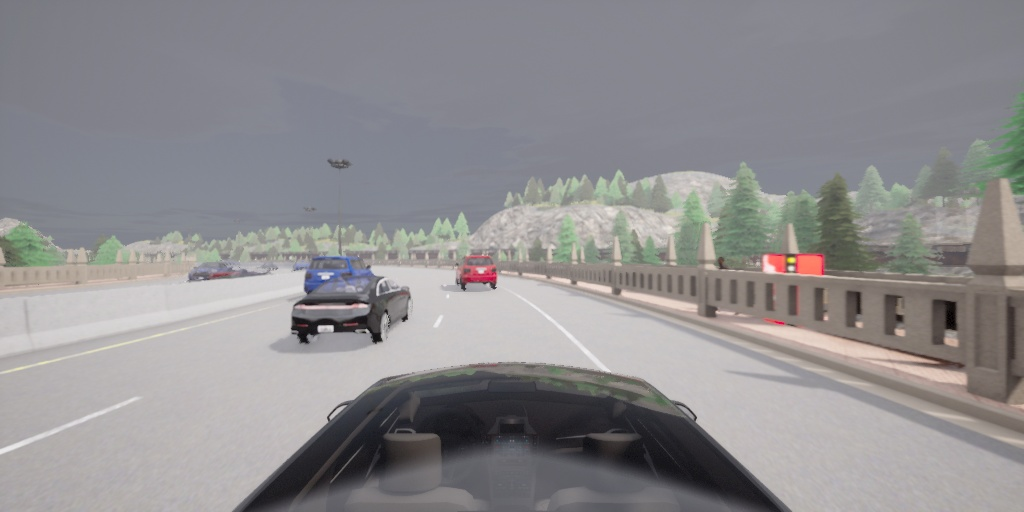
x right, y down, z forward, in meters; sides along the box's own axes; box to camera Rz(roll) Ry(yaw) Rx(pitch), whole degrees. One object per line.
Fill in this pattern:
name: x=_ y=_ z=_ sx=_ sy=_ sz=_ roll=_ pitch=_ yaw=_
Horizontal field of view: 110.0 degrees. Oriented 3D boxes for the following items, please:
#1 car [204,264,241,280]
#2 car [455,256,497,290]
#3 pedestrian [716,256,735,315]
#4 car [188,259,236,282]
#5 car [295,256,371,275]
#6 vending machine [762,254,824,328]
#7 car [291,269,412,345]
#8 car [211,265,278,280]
car: x=-22.459 y=1.541 z=29.086 sx=1.895 sy=1.301 sz=4.718 roll=0 pitch=0 yaw=-19
car: x=-2.406 y=1.012 z=23.341 sx=2.150 sy=2.045 sz=5.566 roll=0 pitch=0 yaw=-13
pedestrian: x=6.453 y=0.872 z=10.985 sx=0.375 sy=1.860 sz=0.375 roll=-1 pitch=0 yaw=-5
car: x=-27.712 y=1.350 z=33.025 sx=2.097 sy=1.767 sz=4.553 roll=0 pitch=0 yaw=-23
car: x=-8.615 y=1.037 z=18.290 sx=2.150 sy=2.045 sz=5.566 roll=0 pitch=0 yaw=-10
vending machine: x=7.546 y=0.920 z=9.697 sx=1.100 sy=2.100 sz=0.880 roll=0 pitch=0 yaw=-5
car: x=-3.979 y=1.268 z=9.677 sx=2.128 sy=1.511 sz=4.902 roll=0 pitch=0 yaw=-5
car: x=-17.111 y=1.482 z=23.444 sx=1.895 sy=1.301 sz=4.718 roll=0 pitch=0 yaw=-15
